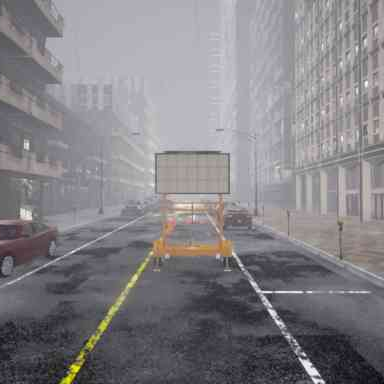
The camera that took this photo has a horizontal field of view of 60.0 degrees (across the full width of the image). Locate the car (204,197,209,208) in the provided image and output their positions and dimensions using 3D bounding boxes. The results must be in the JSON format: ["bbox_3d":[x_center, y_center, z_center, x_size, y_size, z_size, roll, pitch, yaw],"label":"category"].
[{"bbox_3d":[2.763,1.554,38.013,1.887,1.381,4.507,1,0,0],"label":"car"}]

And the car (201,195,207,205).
[{"bbox_3d":[2.780,1.561,49.108,2.008,1.369,4.403,1,0,0],"label":"car"}]

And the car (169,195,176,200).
[{"bbox_3d":[-5.497,1.534,93.246,1.752,1.417,4.829,1,0,0],"label":"car"}]

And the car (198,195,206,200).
[{"bbox_3d":[2.850,1.574,93.492,1.947,1.339,4.313,1,0,0],"label":"car"}]

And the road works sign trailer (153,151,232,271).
[{"bbox_3d":[0.015,0.468,10.849,2.380,3.560,2.880,0,0,0],"label":"road works sign trailer"}]

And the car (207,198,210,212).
[{"bbox_3d":[2.754,1.554,32.464,1.887,1.381,4.507,1,0,0],"label":"car"}]

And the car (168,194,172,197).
[{"bbox_3d":[-5.574,1.561,65.683,2.008,1.369,4.403,1,0,0],"label":"car"}]

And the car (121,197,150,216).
[{"bbox_3d":[-5.624,1.449,32.402,1.967,1.590,4.097,1,0,0],"label":"car"}]

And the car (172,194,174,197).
[{"bbox_3d":[-5.563,1.451,71.230,1.967,1.590,4.097,1,0,0],"label":"car"}]

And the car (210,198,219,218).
[{"bbox_3d":[2.747,1.448,26.916,1.967,1.590,4.097,1,0,0],"label":"car"}]

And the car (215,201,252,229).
[{"bbox_3d":[2.737,1.551,21.368,1.887,1.381,4.507,1,0,0],"label":"car"}]

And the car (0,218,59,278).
[{"bbox_3d":[-5.661,1.548,10.216,1.887,1.381,4.507,1,0,0],"label":"car"}]

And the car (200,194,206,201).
[{"bbox_3d":[2.798,1.536,60.374,1.752,1.417,4.829,1,0,0],"label":"car"}]

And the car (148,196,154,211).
[{"bbox_3d":[-5.617,1.554,37.950,1.887,1.381,4.507,1,0,0],"label":"car"}]

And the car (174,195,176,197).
[{"bbox_3d":[-5.555,1.325,76.777,2.192,1.841,5.009,1,0,0],"label":"car"}]

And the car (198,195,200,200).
[{"bbox_3d":[2.814,1.592,71.300,1.802,1.307,4.206,1,0,0],"label":"car"}]

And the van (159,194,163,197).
[{"bbox_3d":[-5.596,1.351,49.044,1.690,1.788,3.998,1,0,0],"label":"van"}]

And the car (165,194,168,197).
[{"bbox_3d":[-5.587,1.325,54.590,2.192,1.841,5.009,1,0,0],"label":"car"}]

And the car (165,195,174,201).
[{"bbox_3d":[-5.558,1.535,82.153,1.752,1.417,4.829,1,0,0],"label":"car"}]

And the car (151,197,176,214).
[{"bbox_3d":[-2.946,1.535,35.254,1.812,1.442,4.674,0,0,0],"label":"car"}]

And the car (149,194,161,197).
[{"bbox_3d":[-5.606,1.450,43.497,1.967,1.590,4.097,1,0,0],"label":"car"}]

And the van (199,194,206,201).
[{"bbox_3d":[2.846,1.350,87.944,1.690,1.788,3.998,1,0,0],"label":"van"}]

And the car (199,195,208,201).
[{"bbox_3d":[2.835,1.450,82.396,1.967,1.590,4.097,1,0,0],"label":"car"}]
